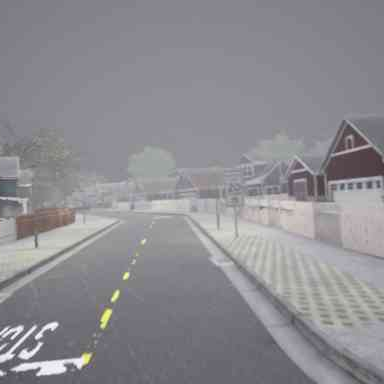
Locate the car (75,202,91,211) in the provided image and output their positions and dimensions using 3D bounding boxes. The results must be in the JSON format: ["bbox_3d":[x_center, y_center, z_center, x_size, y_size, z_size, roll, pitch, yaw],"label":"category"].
[{"bbox_3d":[-24.748,3.336,76.627,2.150,2.045,5.566,-3,-1,-28],"label":"car"}]

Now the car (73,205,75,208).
[{"bbox_3d":[-29.546,4.008,85.821,2.128,1.511,4.902,-3,-1,-28],"label":"car"}]
